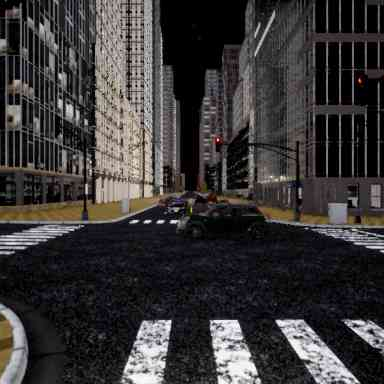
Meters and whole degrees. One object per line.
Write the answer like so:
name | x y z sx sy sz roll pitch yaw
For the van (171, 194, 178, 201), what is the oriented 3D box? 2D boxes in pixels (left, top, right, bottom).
van | -4.203 1.321 80.487 1.690 1.788 3.998 0 0 0

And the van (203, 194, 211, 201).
van | 3.677 1.321 80.524 1.690 1.788 3.998 0 0 0

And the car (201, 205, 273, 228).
car | 3.069 1.623 23.355 4.718 1.301 1.895 0 0 40

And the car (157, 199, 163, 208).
car | -4.048 1.592 47.321 1.802 1.307 4.206 0 0 0

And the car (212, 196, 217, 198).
car | 3.907 1.579 41.832 1.947 1.339 4.313 0 0 0

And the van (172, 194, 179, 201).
van | -4.229 1.315 86.014 1.690 1.788 3.998 0 0 0

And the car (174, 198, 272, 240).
car | 1.521 1.384 16.752 4.553 1.767 2.097 1 0 -3

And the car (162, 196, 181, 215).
car | -1.527 1.508 33.766 2.128 1.511 4.902 0 0 -1

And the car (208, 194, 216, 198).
car | 3.755 1.313 63.940 2.192 1.841 5.009 0 0 0

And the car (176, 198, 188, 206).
car | -1.605 1.607 54.939 1.895 1.301 4.718 0 0 0

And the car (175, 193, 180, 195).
car | -4.177 1.426 74.960 1.967 1.590 4.097 0 0 0

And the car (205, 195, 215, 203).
car | 3.729 1.432 69.469 1.967 1.590 4.097 0 0 0

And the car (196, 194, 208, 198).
car | 1.320 1.509 57.110 1.837 1.490 4.892 0 0 0
